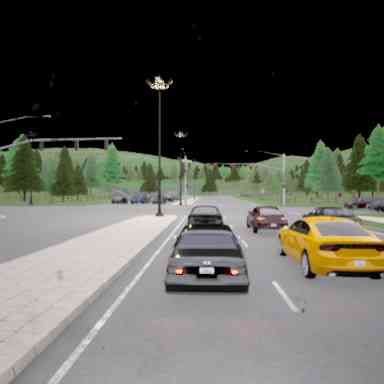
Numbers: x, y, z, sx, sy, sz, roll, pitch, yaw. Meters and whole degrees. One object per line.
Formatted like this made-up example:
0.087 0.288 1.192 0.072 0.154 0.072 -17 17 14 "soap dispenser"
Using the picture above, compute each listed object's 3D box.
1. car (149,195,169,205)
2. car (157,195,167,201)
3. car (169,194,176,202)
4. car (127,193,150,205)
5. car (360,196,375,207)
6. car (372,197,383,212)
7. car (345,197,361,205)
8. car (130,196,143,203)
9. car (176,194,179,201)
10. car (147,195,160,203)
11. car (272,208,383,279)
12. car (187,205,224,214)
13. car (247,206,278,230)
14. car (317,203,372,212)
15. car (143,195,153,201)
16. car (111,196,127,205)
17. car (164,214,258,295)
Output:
-5.755 1.553 58.397 1.994 1.385 4.181 0 0 3 "car"
-7.946 1.536 88.892 1.994 1.385 4.181 0 0 2 "car"
-5.109 1.582 72.522 1.895 1.301 4.718 0 0 2 "car"
-9.283 1.213 58.780 2.150 2.045 5.566 0 0 4 "car"
22.700 1.484 38.395 4.902 1.511 2.128 0 0 3 "car"
22.433 1.541 34.904 5.357 1.411 2.033 0 0 3 "car"
21.616 1.344 41.957 4.553 1.767 2.097 0 0 3 "car"
-12.104 1.539 72.778 1.994 1.385 4.181 0 0 2 "car"
-4.517 1.339 87.116 2.097 1.767 4.553 0 0 2 "car"
-8.546 1.512 74.151 2.128 1.511 4.902 0 0 2 "car"
3.945 1.476 10.060 1.882 1.535 5.008 0 0 3 "car"
0.748 1.474 18.676 1.882 1.535 5.008 0 0 3 "car"
4.283 1.522 19.278 1.812 1.442 4.674 0 0 3 "car"
7.768 1.544 18.891 2.033 1.411 5.357 0 0 3 "car"
-11.513 1.508 87.368 1.812 1.442 4.674 0 0 2 "car"
-12.805 1.467 58.976 1.882 1.535 5.008 0 0 5 "car"
0.389 1.546 8.856 2.033 1.411 5.357 0 0 2 "car"
